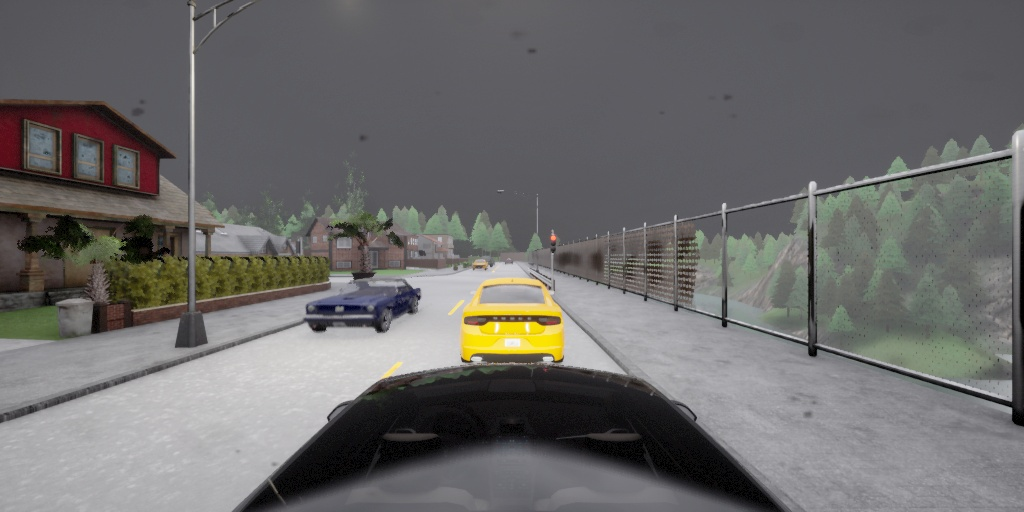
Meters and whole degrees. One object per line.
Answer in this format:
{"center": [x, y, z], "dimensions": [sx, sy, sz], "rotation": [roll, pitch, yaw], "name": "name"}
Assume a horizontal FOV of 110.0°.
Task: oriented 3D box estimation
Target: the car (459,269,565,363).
{"center": [0.005, 1.228, 8.183], "dimensions": [1.882, 1.535, 5.008], "rotation": [0, 0, 0], "name": "car"}

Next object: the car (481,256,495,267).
{"center": [-4.597, 0.975, 63.603], "dimensions": [2.150, 2.045, 5.566], "rotation": [0, 0, 0], "name": "car"}

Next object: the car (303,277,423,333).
{"center": [-4.173, 1.351, 10.848], "dimensions": [1.895, 1.301, 4.718], "rotation": [0, 0, 0], "name": "car"}

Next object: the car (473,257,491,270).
{"center": [-4.523, 1.227, 51.442], "dimensions": [1.882, 1.535, 5.008], "rotation": [0, 0, 0], "name": "car"}
